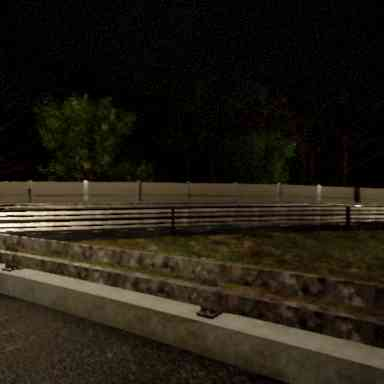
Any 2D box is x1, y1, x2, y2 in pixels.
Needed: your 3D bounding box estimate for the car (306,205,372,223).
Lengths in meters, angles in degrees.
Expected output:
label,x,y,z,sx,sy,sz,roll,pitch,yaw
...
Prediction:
label,x,y,z,sx,sy,sz,roll,pitch,yaw
car,11.232,1.645,25.508,4.718,1.301,1.895,1,0,-17
